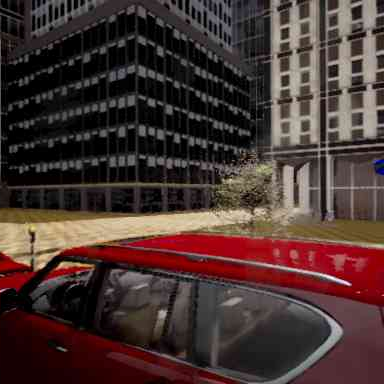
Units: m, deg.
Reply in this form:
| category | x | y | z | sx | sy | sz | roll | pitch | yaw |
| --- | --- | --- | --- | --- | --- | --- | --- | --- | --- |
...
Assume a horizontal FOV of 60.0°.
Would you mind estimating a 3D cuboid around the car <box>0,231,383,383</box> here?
| category | x | y | z | sx | sy | sz | roll | pitch | yaw |
| --- | --- | --- | --- | --- | --- | --- | --- | --- | --- |
| car | -0.354 | 1.315 | 3.131 | 5.009 | 1.841 | 2.192 | 0 | 0 | 35 |
